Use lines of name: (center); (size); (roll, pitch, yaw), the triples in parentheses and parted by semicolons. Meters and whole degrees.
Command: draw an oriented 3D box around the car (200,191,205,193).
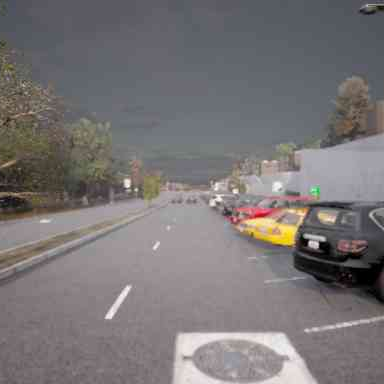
car: (5.038, 1.223, 82.989); (4.553, 1.767, 2.185); (1, 0, -20)

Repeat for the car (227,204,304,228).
car: (5.043, 1.592, 22.956); (4.792, 1.488, 2.163); (1, 0, -20)

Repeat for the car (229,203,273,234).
car: (4.896, 1.524, 16.901); (5.366, 1.575, 1.946); (1, 0, -20)

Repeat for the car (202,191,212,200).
car: (5.046, 1.371, 52.977); (5.566, 2.045, 2.435); (1, 1, -20)

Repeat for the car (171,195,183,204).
car: (-3.003, 1.560, 64.737); (1.812, 1.442, 4.674); (0, 1, 0)

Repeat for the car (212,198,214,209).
car: (5.071, 1.686, 37.973); (4.674, 1.452, 2.002); (1, 0, -20)

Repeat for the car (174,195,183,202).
car: (-3.004, 1.412, 74.775); (1.994, 1.385, 4.181); (0, 1, 0)

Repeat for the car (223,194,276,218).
car: (5.049, 1.295, 19.954); (5.566, 2.045, 2.435); (1, 0, -20)

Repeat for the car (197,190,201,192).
car: (5.044, 1.011, 91.931); (5.566, 2.045, 2.435); (1, 1, -20)

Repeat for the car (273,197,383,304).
car: (5.098, 1.247, 7.984); (5.566, 2.045, 2.435); (1, 0, -20)

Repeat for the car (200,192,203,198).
car: (5.041, 1.436, 77.000); (4.792, 1.488, 2.163); (1, 1, -20)

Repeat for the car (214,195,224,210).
car: (5.101, 1.507, 34.984); (4.553, 1.767, 2.185); (1, 0, -20)

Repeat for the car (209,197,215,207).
car: (5.094, 1.677, 40.998); (4.792, 1.488, 2.163); (1, 0, -20)

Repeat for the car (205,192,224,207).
car: (5.097, 1.398, 43.997); (5.566, 2.045, 2.435); (1, 0, -20)

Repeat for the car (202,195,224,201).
car: (5.062, 1.417, 80.019); (4.674, 1.452, 2.002); (1, 0, -20)

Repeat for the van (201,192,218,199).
van: (4.960, 1.007, 94.884); (4.442, 1.987, 1.878); (1, 1, -20)

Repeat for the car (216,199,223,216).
car: (5.062, 1.602, 28.973); (5.008, 1.535, 2.097); (1, -1, -20)

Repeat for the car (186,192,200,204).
car: (-0.003, 1.399, 63.474); (2.097, 1.767, 4.553); (0, 1, 0)

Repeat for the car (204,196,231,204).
car: (5.042, 1.551, 64.995); (4.792, 1.488, 2.163); (1, 1, -20)

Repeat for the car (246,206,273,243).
car: (5.243, 1.518, 14.035); (5.366, 1.575, 1.946); (1, -1, -20)

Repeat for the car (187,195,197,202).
car: (-0.004, 1.383, 73.577); (1.994, 1.385, 4.181); (0, 1, 0)

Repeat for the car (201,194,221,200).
car: (5.060, 1.292, 88.965); (4.892, 1.521, 2.231); (1, 0, -20)
